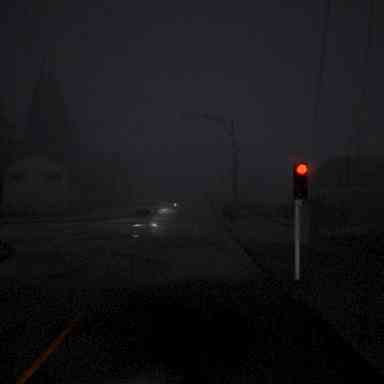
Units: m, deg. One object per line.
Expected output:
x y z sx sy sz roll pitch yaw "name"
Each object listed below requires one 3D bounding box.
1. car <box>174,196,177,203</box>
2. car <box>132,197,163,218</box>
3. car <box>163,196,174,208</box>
-3.992 1.525 67.590 1.812 1.442 4.674 0 0 0 "car"
-4.109 1.477 30.383 1.882 1.535 5.008 0 0 1 "car"
-4.080 1.491 46.741 2.128 1.511 4.902 0 0 0 "car"
